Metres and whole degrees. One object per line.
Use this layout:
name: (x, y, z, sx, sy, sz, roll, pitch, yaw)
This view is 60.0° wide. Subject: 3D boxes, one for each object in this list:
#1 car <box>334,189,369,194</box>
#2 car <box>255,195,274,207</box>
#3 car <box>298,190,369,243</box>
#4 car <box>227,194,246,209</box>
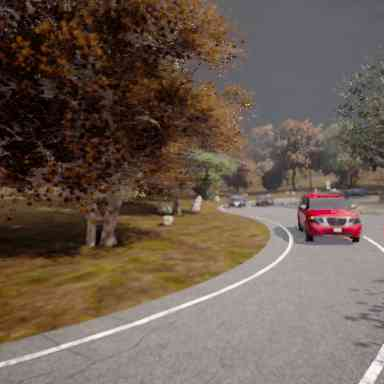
car: (26.446, 0.192, 54.415, 4.674, 1.442, 1.812, -1, 1, 3)
car: (8.409, 1.008, 38.950, 1.994, 1.385, 4.181, -1, 1, 11)
car: (6.446, 1.122, 16.129, 2.150, 2.045, 5.566, -1, 1, 12)
car: (5.067, 1.037, 38.030, 2.128, 1.511, 4.902, -2, 1, 7)
